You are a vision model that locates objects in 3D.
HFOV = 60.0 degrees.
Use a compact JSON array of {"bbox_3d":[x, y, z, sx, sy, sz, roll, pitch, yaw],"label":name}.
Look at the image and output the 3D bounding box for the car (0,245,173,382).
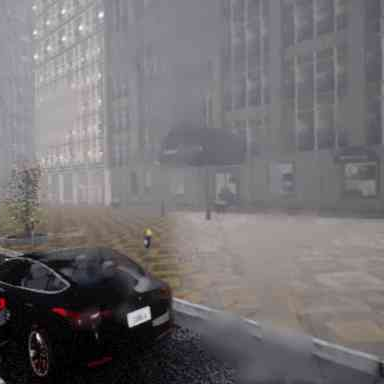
[{"bbox_3d":[-2.168,1.548,5.386,4.313,1.339,1.947,-1,1,42],"label":"car"}]
